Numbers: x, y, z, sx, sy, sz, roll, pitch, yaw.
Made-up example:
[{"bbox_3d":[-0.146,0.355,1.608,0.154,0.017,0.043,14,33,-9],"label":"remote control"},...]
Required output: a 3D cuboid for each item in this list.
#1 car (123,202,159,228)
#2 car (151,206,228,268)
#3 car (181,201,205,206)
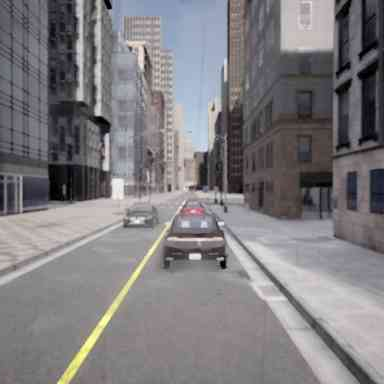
[{"bbox_3d":[-3.092,1.403,21.038,1.812,1.442,4.674,0,0,0],"label":"car"},{"bbox_3d":[0.090,1.427,10.975,2.128,1.511,4.902,0,1,0],"label":"car"},{"bbox_3d":[0.097,1.410,26.898,1.994,1.385,4.181,0,0,0],"label":"car"}]
